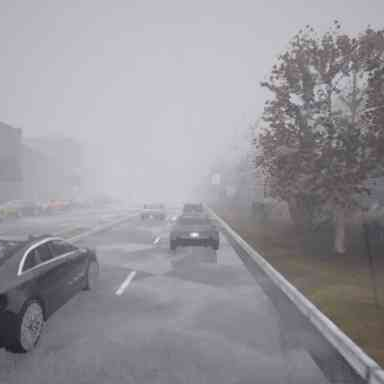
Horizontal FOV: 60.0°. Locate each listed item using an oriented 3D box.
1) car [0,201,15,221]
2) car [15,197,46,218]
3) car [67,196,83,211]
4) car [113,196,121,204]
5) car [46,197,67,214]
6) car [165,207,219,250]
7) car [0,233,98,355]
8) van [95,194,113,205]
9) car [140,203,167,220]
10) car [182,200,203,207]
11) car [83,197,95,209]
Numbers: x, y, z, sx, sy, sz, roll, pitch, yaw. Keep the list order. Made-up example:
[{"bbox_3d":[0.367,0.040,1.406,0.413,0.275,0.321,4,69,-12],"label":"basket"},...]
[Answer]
[{"bbox_3d":[-15.478,1.471,24.194,2.097,1.535,5.008,0,0,0],"label":"car"},{"bbox_3d":[-15.493,1.478,29.720,2.231,1.521,4.892,0,0,0],"label":"car"},{"bbox_3d":[-15.522,1.362,40.796,2.185,1.767,4.553,0,0,0],"label":"car"},{"bbox_3d":[-15.584,1.538,62.960,2.163,1.488,4.792,0,0,0],"label":"car"},{"bbox_3d":[-15.507,1.356,35.271,2.185,1.767,4.553,0,0,0],"label":"car"},{"bbox_3d":[0.096,1.575,14.472,1.994,1.385,4.181,0,0,0],"label":"car"},{"bbox_3d":[-3.152,1.496,6.076,2.128,1.511,4.902,0,0,0],"label":"car"},{"bbox_3d":[-15.567,1.277,57.349,1.878,1.987,4.442,0,0,0],"label":"van"},{"bbox_3d":[-3.157,1.622,28.191,1.895,1.301,4.718,0,0,0],"label":"car"},{"bbox_3d":[0.091,1.502,32.273,1.882,1.535,5.008,0,0,0],"label":"car"},{"bbox_3d":[-15.538,1.533,46.418,2.002,1.452,4.674,0,0,0],"label":"car"}]
